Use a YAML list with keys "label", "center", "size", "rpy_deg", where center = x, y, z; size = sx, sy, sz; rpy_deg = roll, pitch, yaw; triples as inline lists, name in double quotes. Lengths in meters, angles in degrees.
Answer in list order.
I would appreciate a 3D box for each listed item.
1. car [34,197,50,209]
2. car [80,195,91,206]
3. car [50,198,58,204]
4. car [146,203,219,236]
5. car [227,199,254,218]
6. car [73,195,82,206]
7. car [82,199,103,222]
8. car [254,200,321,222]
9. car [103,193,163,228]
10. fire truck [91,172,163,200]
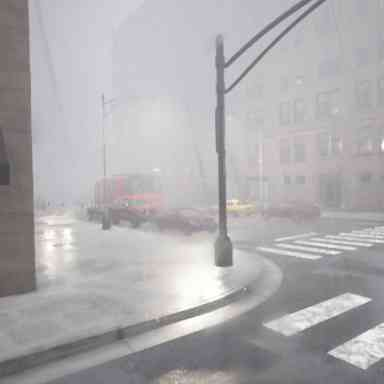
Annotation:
- label: "car"
  center: [-23.020, 1.644, 48.939]
  size: [2.192, 1.841, 5.009]
  rpy_deg: [-3, 1, -35]
- label: "car"
  center: [-16.076, 1.669, 53.897]
  size: [2.008, 1.369, 4.403]
  rpy_deg: [-3, 1, -35]
- label: "car"
  center: [-32.296, 1.993, 76.705]
  size: [1.752, 1.417, 4.829]
  rpy_deg: [-3, 1, -35]
- label: "car"
  center: [-0.436, 1.427, 17.199]
  size: [1.802, 1.307, 4.206]
  rpy_deg: [-3, 1, -35]
- label: "car"
  center: [3.168, 1.229, 26.833]
  size: [1.752, 1.417, 4.829]
  rpy_deg: [-3, 1, -35]
- label: "car"
  center: [-19.309, 1.505, 58.428]
  size: [2.192, 1.841, 5.009]
  rpy_deg: [-3, 1, -35]
- label: "car"
  center: [-6.887, 1.523, 26.267]
  size: [1.887, 1.381, 4.507]
  rpy_deg: [-3, 1, -35]
- label: "car"
  center: [6.492, 1.217, 22.162]
  size: [1.802, 1.307, 4.206]
  rpy_deg: [-3, 1, -35]
- label: "car"
  center: [-3.670, 1.226, 21.730]
  size: [2.192, 1.841, 5.009]
  rpy_deg: [-3, 1, -35]
- label: "fire truck"
  center: [-5.818, 0.278, 29.314]
  size: [2.891, 3.827, 8.468]
  rpy_deg: [-2, 0, -35]
